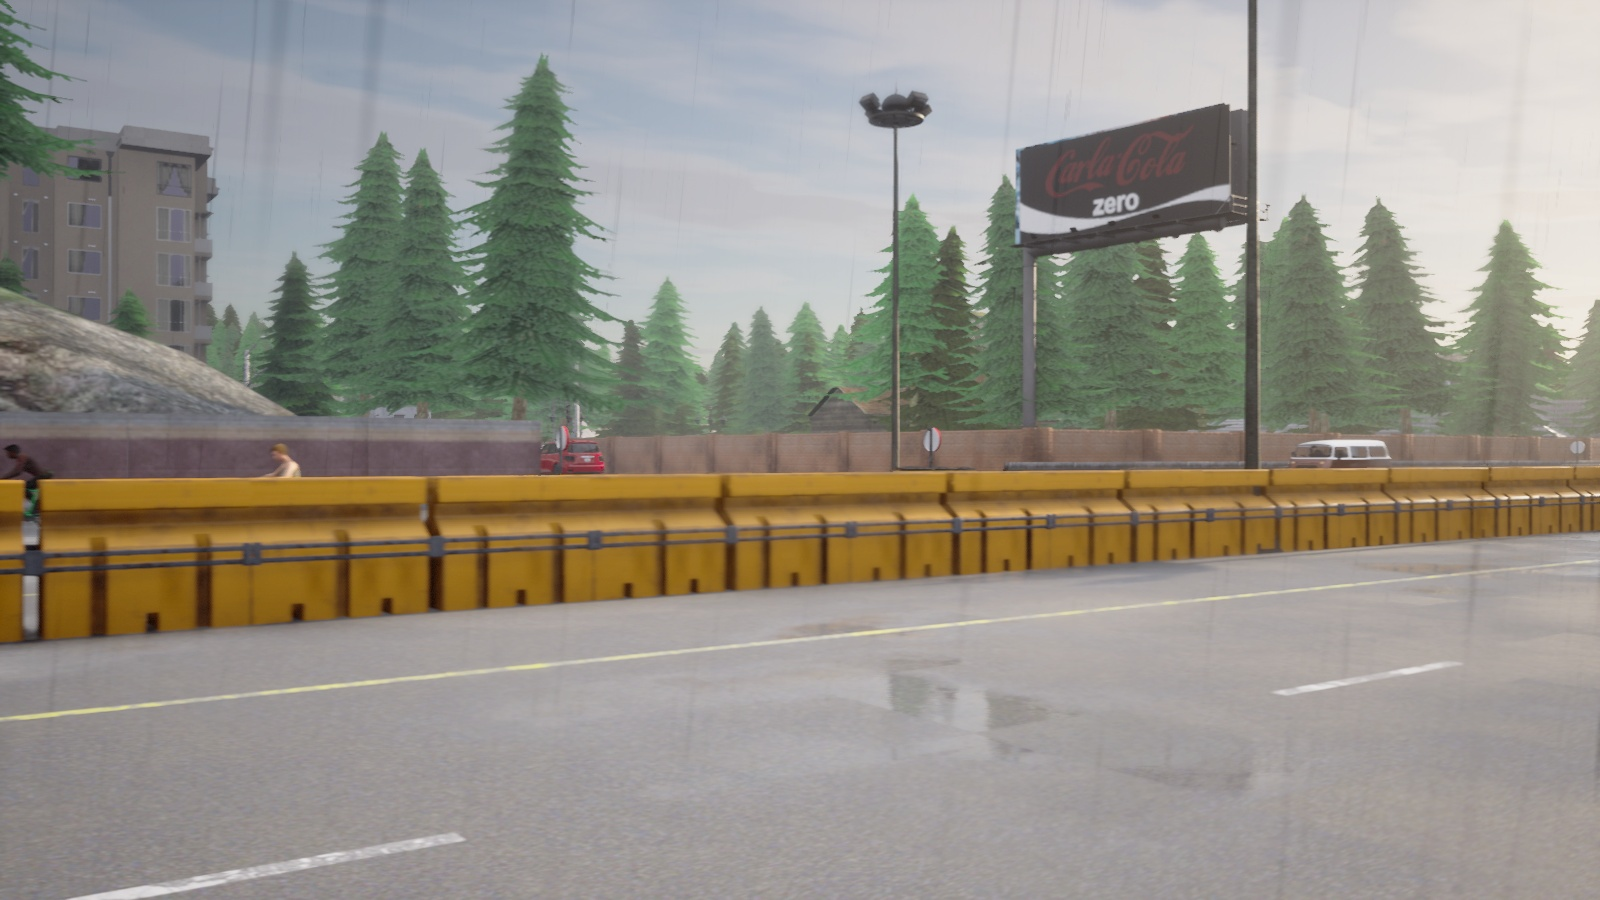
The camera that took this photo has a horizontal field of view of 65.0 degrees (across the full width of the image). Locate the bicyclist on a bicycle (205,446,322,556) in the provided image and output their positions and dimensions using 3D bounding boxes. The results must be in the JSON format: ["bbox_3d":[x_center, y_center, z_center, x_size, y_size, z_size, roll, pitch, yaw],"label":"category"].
[{"bbox_3d":[-8.219,0.745,19.231,1.509,1.612,0.866,0,0,-34],"label":"bicyclist on a bicycle"}]

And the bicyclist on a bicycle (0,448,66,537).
[{"bbox_3d":[-14.616,0.784,23.328,1.656,1.620,0.582,0,0,-35],"label":"bicyclist on a bicycle"}]

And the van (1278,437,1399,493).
[{"bbox_3d":[20.189,0.539,47.065,4.480,2.038,2.069,0,0,-34],"label":"van"}]

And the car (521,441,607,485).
[{"bbox_3d":[-11.601,0.616,61.471,2.150,2.045,5.566,0,0,-33],"label":"car"}]
